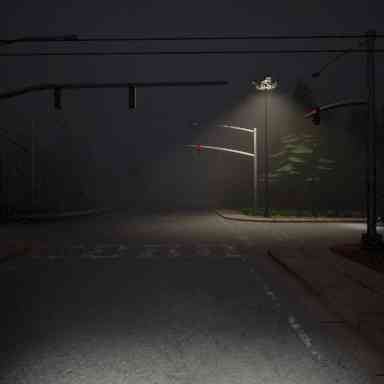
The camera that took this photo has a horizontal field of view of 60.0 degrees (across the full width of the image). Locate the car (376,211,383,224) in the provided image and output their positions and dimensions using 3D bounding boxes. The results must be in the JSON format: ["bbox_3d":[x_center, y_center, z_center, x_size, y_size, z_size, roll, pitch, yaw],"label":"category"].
[{"bbox_3d":[14.896,1.513,22.121,4.892,1.490,1.837,0,0,1],"label":"car"}]
